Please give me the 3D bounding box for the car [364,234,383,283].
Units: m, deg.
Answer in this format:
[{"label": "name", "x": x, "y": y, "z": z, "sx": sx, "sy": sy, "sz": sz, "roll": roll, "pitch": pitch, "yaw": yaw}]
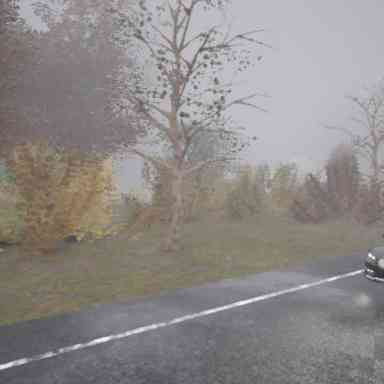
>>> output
[{"label": "car", "x": 6.309, "y": 1.499, "z": 8.509, "sx": 4.902, "sy": 1.511, "sz": 2.128, "roll": 0, "pitch": 0, "yaw": -36}]
